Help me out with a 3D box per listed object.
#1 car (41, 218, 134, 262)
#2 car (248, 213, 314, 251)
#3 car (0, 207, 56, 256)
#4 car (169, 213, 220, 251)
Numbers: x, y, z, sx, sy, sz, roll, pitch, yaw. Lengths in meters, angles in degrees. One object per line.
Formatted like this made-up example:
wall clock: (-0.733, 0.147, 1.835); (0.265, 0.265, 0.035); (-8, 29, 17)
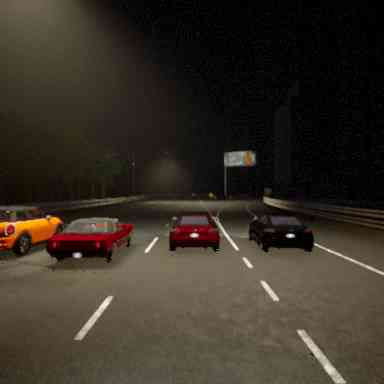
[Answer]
car: (-3.413, 1.604, 12.179); (1.895, 1.301, 4.718); (0, 0, 1)
car: (3.620, 1.568, 14.141); (1.994, 1.385, 4.181); (0, 0, 1)
car: (-6.901, 1.355, 13.353); (2.097, 1.767, 4.553); (0, 0, 1)
car: (0.107, 1.568, 14.248); (1.994, 1.385, 4.181); (0, 0, 1)
